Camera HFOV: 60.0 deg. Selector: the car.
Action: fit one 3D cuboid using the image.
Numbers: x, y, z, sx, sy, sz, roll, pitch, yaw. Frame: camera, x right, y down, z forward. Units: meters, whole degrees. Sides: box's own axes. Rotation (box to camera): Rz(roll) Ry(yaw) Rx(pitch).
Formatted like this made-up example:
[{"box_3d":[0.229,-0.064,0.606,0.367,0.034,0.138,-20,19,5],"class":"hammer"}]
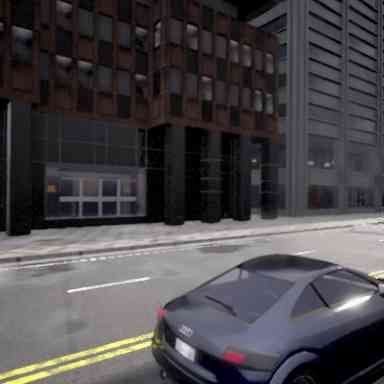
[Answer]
[{"box_3d":[1.563,1.583,4.556,4.181,1.385,1.994,0,0,-36],"class":"car"}]
